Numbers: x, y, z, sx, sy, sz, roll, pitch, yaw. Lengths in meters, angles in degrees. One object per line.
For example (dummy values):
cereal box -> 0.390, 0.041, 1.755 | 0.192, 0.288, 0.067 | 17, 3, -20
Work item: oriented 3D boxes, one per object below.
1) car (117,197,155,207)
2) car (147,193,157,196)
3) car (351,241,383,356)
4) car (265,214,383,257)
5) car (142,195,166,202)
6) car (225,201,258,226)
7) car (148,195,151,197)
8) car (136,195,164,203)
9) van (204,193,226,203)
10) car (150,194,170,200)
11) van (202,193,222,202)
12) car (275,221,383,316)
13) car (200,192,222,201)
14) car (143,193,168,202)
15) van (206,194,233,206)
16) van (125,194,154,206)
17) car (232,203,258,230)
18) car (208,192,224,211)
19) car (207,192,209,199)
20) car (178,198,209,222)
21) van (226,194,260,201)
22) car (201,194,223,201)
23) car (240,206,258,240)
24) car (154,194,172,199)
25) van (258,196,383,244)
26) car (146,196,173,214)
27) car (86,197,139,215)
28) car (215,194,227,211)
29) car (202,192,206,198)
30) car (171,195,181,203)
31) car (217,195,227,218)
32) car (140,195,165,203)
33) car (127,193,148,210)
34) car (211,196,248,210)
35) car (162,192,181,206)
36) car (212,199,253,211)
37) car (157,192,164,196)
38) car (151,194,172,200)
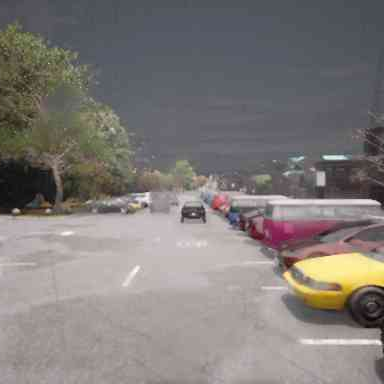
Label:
car -> -8.497, 1.512, 50.694 | 5.366, 1.575, 1.946 | 0, 0, 0
car -> -8.341, 1.261, 47.918 | 5.566, 2.045, 2.435 | 0, 0, 0
car -> 4.752, 1.477, 3.571 | 5.008, 1.535, 2.097 | 0, 0, 0
car -> 4.720, 1.511, 9.174 | 4.792, 1.488, 2.163 | 0, 0, 0
car -> -8.294, 1.461, 72.907 | 4.892, 1.521, 2.231 | 0, 0, 0
car -> 4.760, 1.490, 20.387 | 5.008, 1.535, 2.097 | 0, 0, 0
car -> -8.285, 1.540, 45.142 | 4.792, 1.488, 2.163 | 0, 0, 0
car -> -8.488, 1.489, 67.352 | 5.366, 1.575, 1.946 | 0, 0, 0
van -> 4.895, 1.248, 70.850 | 4.442, 1.987, 1.878 | 0, 0, 0
car -> -8.323, 1.392, 86.784 | 4.792, 1.488, 2.163 | 0, 0, 0
van -> 4.664, 1.210, 76.461 | 4.442, 1.987, 1.878 | 0, 0, 0
car -> 4.562, 1.476, 6.371 | 5.366, 1.575, 1.946 | 0, 0, 0
car -> 4.813, 1.125, 84.870 | 5.566, 2.045, 2.435 | 0, 0, 0
car -> -8.270, 1.189, 75.680 | 5.566, 2.045, 2.435 | 0, 0, 0
van -> 4.655, 1.294, 56.828 | 4.442, 1.987, 1.878 | 0, 0, 0
van -> -8.426, 1.291, 53.469 | 4.442, 1.987, 1.878 | 0, 0, 0
car -> 4.782, 1.518, 17.584 | 4.792, 1.488, 2.163 | 0, 0, 0
car -> 4.789, 1.251, 34.404 | 5.566, 2.045, 2.435 | 0, 0, 0
car -> 4.791, 1.253, 37.207 | 5.566, 2.045, 2.435 | 0, 0, 0
car -> 0.112, 1.493, 26.943 | 1.882, 1.535, 5.008 | 0, 0, 0
van -> 4.872, 1.267, 23.191 | 4.442, 1.987, 1.878 | 0, 0, 0
car -> 4.969, 1.393, 82.068 | 5.366, 1.575, 1.946 | 0, 0, 0
car -> 4.781, 1.515, 14.781 | 4.792, 1.488, 2.163 | 0, 0, 0
car -> -8.261, 1.334, 95.111 | 4.792, 1.488, 2.163 | 0, 0, 0
van -> 4.867, 1.258, 11.978 | 4.442, 1.987, 1.878 | 0, 0, 0
car -> -3.329, 1.527, 35.135 | 1.837, 1.490, 4.892 | 0, 0, 0
car -> -8.325, 1.502, 34.038 | 4.892, 1.521, 2.231 | 0, 0, 0
car -> 4.791, 1.374, 31.601 | 4.553, 1.767, 2.185 | 0, 0, 0
car -> 4.798, 1.267, 54.028 | 5.566, 2.045, 2.435 | 0, 0, 0
car -> -3.217, 1.460, 69.181 | 1.882, 1.535, 5.008 | 0, 0, 0
car -> 4.790, 1.372, 28.797 | 4.553, 1.767, 2.185 | 0, 0, 0
car -> -8.296, 1.477, 70.129 | 5.008, 1.535, 2.097 | 0, 0, 0
car -> -8.346, 1.382, 42.365 | 4.553, 1.767, 2.185 | 0, 0, 0
car -> 4.734, 1.383, 42.814 | 4.553, 1.767, 2.185 | 0, 0, 0
car -> -3.284, 1.389, 54.051 | 2.097, 1.767, 4.553 | 0, 0, 0
car -> 4.766, 1.547, 40.010 | 4.674, 1.452, 2.002 | 0, 0, 0
car -> -8.279, 1.265, 59.022 | 5.566, 2.045, 2.435 | 0, 0, 0
car -> -8.107, 1.340, 89.559 | 5.366, 1.575, 1.946 | 0, 0, 0
